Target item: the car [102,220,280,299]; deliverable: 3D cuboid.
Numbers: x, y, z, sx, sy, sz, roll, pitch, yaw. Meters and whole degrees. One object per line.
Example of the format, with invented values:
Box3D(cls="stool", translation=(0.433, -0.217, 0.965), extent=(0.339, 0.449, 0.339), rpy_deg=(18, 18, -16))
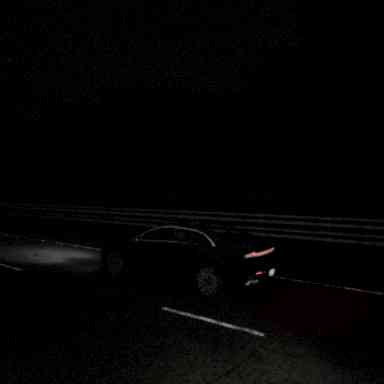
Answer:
Box3D(cls="car", translation=(-0.259, 1.482, 8.486), extent=(4.902, 1.511, 2.128), rpy_deg=(0, 0, 36))
